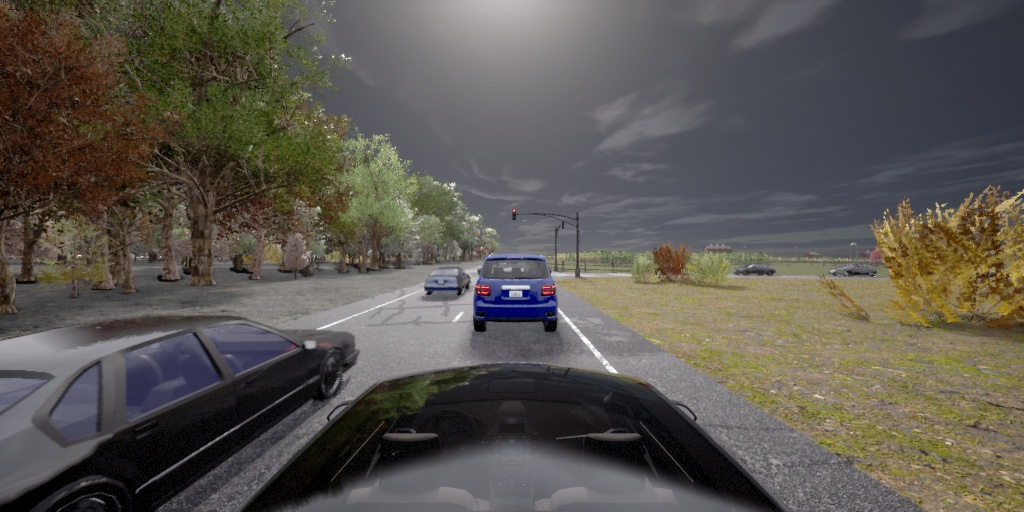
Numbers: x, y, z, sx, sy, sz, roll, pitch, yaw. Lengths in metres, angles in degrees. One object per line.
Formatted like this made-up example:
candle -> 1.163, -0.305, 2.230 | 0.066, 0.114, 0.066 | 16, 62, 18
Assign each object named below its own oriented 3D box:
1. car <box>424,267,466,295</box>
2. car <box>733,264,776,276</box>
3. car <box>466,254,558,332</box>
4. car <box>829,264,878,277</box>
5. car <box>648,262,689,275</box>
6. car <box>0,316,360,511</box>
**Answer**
car -> -3.427, 1.301, 19.774 | 2.033, 1.411, 5.357 | 0, 0, 0
car -> 29.318, 1.654, 43.404 | 4.674, 1.442, 1.812 | 1, -1, 0
car -> 0.088, 0.974, 11.011 | 2.150, 2.045, 5.566 | 0, 0, 0
car -> 41.191, 1.751, 43.361 | 4.902, 1.511, 2.128 | 1, -1, 0
car -> 19.045, 1.494, 43.439 | 5.008, 1.535, 1.882 | 1, -1, 0
car -> -3.396, 1.298, 3.367 | 2.033, 1.411, 5.357 | 0, 0, 0
